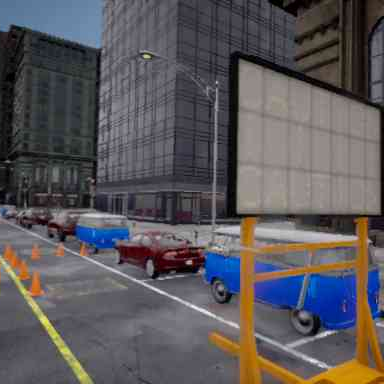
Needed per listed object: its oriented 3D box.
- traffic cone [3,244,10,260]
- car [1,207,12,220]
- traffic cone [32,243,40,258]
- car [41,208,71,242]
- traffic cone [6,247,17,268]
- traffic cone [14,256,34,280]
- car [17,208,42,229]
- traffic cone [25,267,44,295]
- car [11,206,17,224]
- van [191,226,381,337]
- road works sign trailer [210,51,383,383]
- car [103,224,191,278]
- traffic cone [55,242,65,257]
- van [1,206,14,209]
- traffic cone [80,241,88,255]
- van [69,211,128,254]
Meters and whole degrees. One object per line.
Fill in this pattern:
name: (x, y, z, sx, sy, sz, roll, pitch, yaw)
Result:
traffic cone: (-7.355, 2.399, 13.319, 0.340, 0.580, 0.340, 3, -3, -35)
car: (-23.865, 3.016, 44.411, 1.802, 1.307, 4.206, 3, -3, -35)
traffic cone: (-6.533, 2.441, 13.887, 0.340, 0.580, 0.340, 3, -3, -35)
car: (-7.777, 2.094, 21.213, 2.192, 1.841, 5.009, 2, -3, -35)
traffic cone: (-6.216, 2.351, 11.676, 0.340, 0.580, 0.340, 3, -3, -35)
traffic cone: (-5.077, 2.303, 10.032, 0.340, 0.580, 0.340, 3, -3, -35)
car: (-14.210, 2.360, 30.496, 2.192, 1.841, 5.009, 3, -3, -35)
traffic cone: (-3.938, 2.255, 8.390, 0.340, 0.580, 0.340, 3, -3, -35)
car: (-17.429, 2.616, 35.133, 1.967, 1.590, 4.097, 3, -3, -35)
van: (1.872, 1.714, 7.288, 1.690, 1.788, 3.998, 2, -3, -35)
road works sign trailer: (1.120, 0.652, 3.442, 2.380, 3.560, 2.880, 3, -3, -35)
car: (-1.348, 2.053, 11.921, 1.887, 1.381, 4.507, 2, -3, -35)
traffic cone: (-5.711, 2.483, 14.456, 0.340, 0.580, 0.340, 3, -3, -35)
van: (-27.077, 2.903, 49.063, 1.690, 1.788, 3.998, 3, -3, -35)
traffic cone: (-4.889, 2.525, 15.024, 0.340, 0.580, 0.340, 3, -3, -35)
van: (-4.561, 1.985, 16.571, 1.690, 1.788, 3.998, 2, -3, -35)
